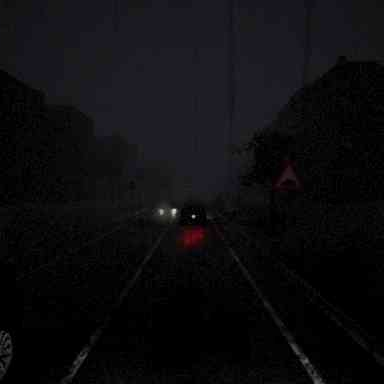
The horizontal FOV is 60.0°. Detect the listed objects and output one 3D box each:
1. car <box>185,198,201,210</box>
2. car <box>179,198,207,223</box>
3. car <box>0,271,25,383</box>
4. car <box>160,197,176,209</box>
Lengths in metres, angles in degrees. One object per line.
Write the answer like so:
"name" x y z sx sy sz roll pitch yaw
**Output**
"car" 0.089 1.461 42.772 1.994 1.385 4.181 0 0 0
"car" 0.084 1.443 25.320 1.837 1.490 4.892 0 0 -1
"car" -3.101 1.491 2.380 2.128 1.511 4.902 0 0 0
"car" -3.099 1.371 44.128 1.882 1.535 5.008 0 0 0
